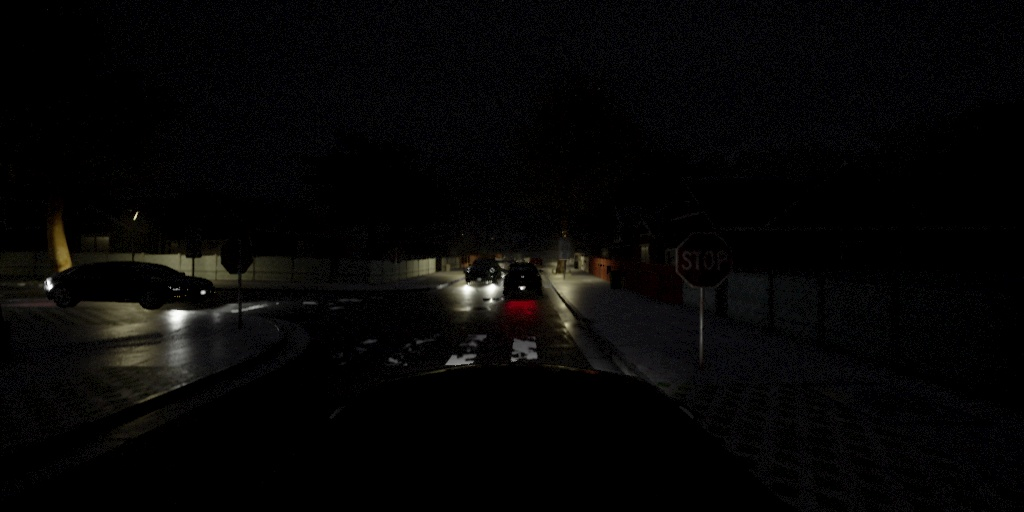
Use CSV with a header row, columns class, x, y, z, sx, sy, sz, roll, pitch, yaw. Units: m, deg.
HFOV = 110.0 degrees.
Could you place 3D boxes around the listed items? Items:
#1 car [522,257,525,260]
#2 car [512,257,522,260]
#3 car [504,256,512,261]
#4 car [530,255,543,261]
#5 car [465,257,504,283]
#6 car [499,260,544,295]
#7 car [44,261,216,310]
class,x,y,z,sx,sy,sz,roll,pitch,yaw
car,0.868,0.780,54.790,1.895,1.301,4.718,0,1,8
car,-0.371,0.809,44.725,2.128,1.511,4.902,0,1,6
car,-1.340,0.978,34.639,1.812,1.442,4.674,0,1,5
car,3.770,0.655,54.570,1.882,1.535,5.008,0,1,8
car,-1.994,0.916,25.714,2.097,1.767,4.553,0,1,4
car,0.574,1.142,18.656,1.837,1.490,4.892,0,1,3
car,-12.986,0.952,12.359,4.892,1.490,1.837,1,0,2
